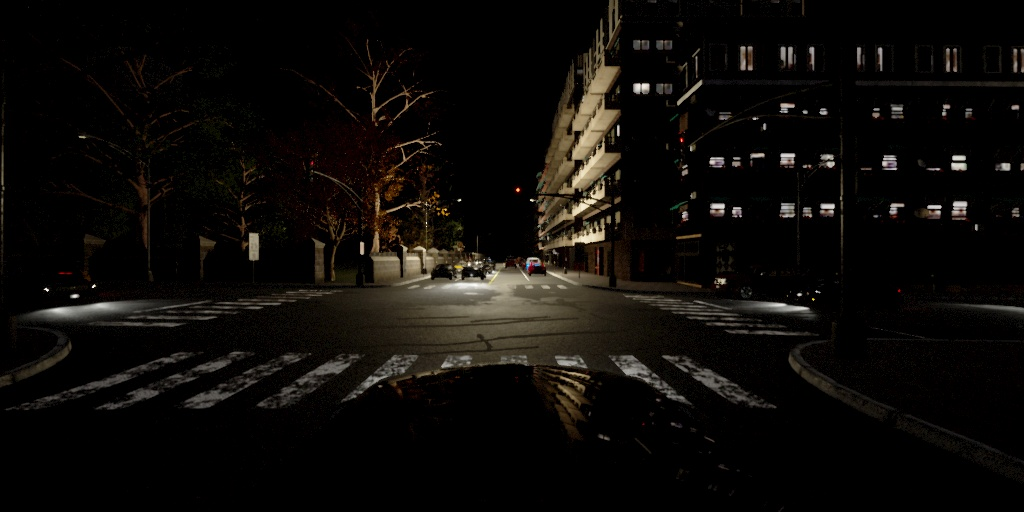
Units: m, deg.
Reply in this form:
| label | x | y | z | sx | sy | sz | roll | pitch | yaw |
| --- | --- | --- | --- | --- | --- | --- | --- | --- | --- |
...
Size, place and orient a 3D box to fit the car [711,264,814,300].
| label | x | y | z | sx | sy | sz | roll | pitch | yaw |
| --- | --- | --- | --- | --- | --- | --- | --- | --- | --- |
| car | 13.371 | 1.350 | 18.974 | 5.009 | 1.841 | 2.192 | 0 | 0 | -1 |

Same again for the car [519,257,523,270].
| label | x | y | z | sx | sy | sz | roll | pitch | yaw |
| --- | --- | --- | --- | --- | --- | --- | --- | --- | --- |
| car | 2.447 | 1.221 | 53.784 | 1.967 | 1.591 | 4.097 | 0 | 0 | 0 |

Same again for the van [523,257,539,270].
| label | x | y | z | sx | sy | sz | roll | pitch | yaw |
| --- | --- | --- | --- | --- | --- | --- | --- | --- | --- |
| van | 2.500 | 1.109 | 42.524 | 1.690 | 1.789 | 3.998 | 0 | 0 | 0 |

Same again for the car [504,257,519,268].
| label | x | y | z | sx | sy | sz | roll | pitch | yaw |
| --- | --- | --- | --- | --- | --- | --- | --- | --- | --- |
| car | -0.176 | 1.316 | 60.482 | 1.812 | 1.442 | 4.674 | 0 | 0 | 0 |

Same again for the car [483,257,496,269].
| label | x | y | z | sx | sy | sz | roll | pitch | yaw |
| --- | --- | --- | --- | --- | --- | --- | --- | --- | --- |
| car | -3.323 | 1.270 | 51.763 | 2.128 | 1.511 | 4.902 | 0 | 0 | 0 |

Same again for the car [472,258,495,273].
| label | x | y | z | sx | sy | sz | roll | pitch | yaw |
| --- | --- | --- | --- | --- | --- | --- | --- | --- | --- |
| car | -3.280 | 1.272 | 41.351 | 1.837 | 1.490 | 4.892 | 0 | 0 | 0 |

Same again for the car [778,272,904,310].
| label | x | y | z | sx | sy | sz | roll | pitch | yaw |
| --- | --- | --- | --- | --- | --- | --- | --- | --- | --- |
| car | 15.113 | 1.621 | 16.410 | 4.181 | 1.385 | 1.994 | 1 | 0 | -1 |

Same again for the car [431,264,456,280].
| label | x | y | z | sx | sy | sz | roll | pitch | yaw |
| --- | --- | --- | --- | --- | --- | --- | --- | --- | --- |
| car | -5.827 | 1.325 | 31.224 | 1.948 | 1.339 | 4.313 | 0 | 0 | 0 |

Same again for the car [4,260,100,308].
| label | x | y | z | sx | sy | sz | roll | pitch | yaw |
| --- | --- | --- | --- | --- | --- | --- | --- | --- | --- |
| car | -18.218 | 0.995 | 12.733 | 5.357 | 1.411 | 2.033 | 1 | 0 | -1 |

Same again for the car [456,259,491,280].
| label | x | y | z | sx | sy | sz | roll | pitch | yaw |
| --- | --- | --- | --- | --- | --- | --- | --- | --- | --- |
| car | -3.230 | 1.250 | 31.053 | 2.128 | 1.511 | 4.902 | 0 | 0 | 0 |

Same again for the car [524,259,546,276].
| label | x | y | z | sx | sy | sz | roll | pitch | yaw |
| --- | --- | --- | --- | --- | --- | --- | --- | --- | --- |
| car | 2.527 | 1.308 | 36.893 | 1.888 | 1.381 | 4.507 | 0 | 0 | 0 |
